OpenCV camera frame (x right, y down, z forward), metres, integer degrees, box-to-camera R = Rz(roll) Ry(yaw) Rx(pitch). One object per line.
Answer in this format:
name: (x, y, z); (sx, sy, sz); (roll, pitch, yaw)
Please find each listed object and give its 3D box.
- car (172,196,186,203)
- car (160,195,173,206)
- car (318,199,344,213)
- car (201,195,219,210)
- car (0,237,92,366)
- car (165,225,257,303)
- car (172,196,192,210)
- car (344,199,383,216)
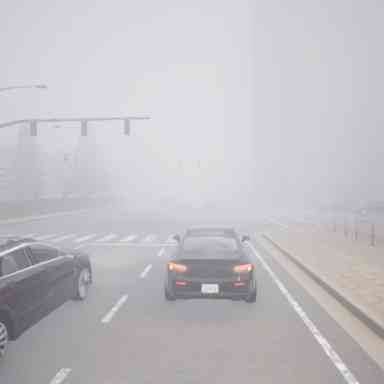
car: (-2.755, 1.518, 70.375); (1.994, 1.385, 4.181); (0, 0, 10)
car: (-4.095, 1.325, 55.789); (2.097, 1.767, 4.553); (0, 0, 3)
car: (16.311, 1.542, 36.364); (4.892, 1.490, 1.837); (0, 0, 2)
car: (2.429, 1.508, 43.357); (1.812, 1.442, 4.674); (0, 0, 3)
car: (-3.214, 1.489, 5.466); (2.128, 1.511, 4.902); (0, 0, 4)
car: (0.456, 1.522, 8.119); (1.812, 1.442, 4.674); (0, 0, 4)
car: (-1.085, 1.503, 43.557); (1.812, 1.442, 4.674); (0, 0, 3)
car: (18.077, 1.541, 32.787); (4.892, 1.490, 1.837); (-1, 0, 2)
